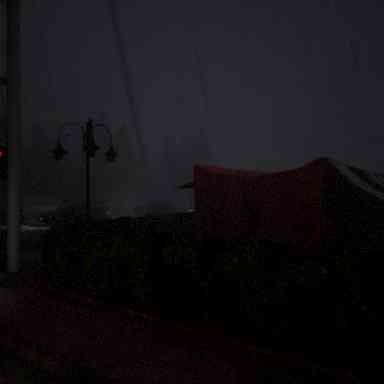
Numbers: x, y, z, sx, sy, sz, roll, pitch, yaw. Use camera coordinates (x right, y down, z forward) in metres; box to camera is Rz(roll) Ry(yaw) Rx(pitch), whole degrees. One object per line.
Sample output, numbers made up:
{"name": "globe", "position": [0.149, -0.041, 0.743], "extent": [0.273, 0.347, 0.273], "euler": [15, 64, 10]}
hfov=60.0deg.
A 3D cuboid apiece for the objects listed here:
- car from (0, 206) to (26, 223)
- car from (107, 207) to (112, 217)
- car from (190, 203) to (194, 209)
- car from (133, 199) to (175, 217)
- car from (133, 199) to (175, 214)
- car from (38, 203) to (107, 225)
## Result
{"name": "car", "position": [-14.514, 1.726, 24.321], "extent": [1.994, 1.385, 4.181], "euler": [0, 0, 36]}
{"name": "car", "position": [-9.569, 1.726, 31.121], "extent": [1.994, 1.385, 4.181], "euler": [0, 0, 36]}
{"name": "car", "position": [1.901, 1.708, 46.922], "extent": [2.033, 1.411, 5.357], "euler": [0, 0, 36]}
{"name": "car", "position": [-3.711, 1.624, 33.243], "extent": [1.882, 1.535, 5.008], "euler": [0, 0, 36]}
{"name": "car", "position": [-4.293, 1.639, 38.400], "extent": [1.882, 1.535, 5.008], "euler": [0, 0, 36]}
{"name": "car", "position": [-9.285, 1.652, 25.553], "extent": [1.837, 1.490, 4.892], "euler": [0, 0, 36]}
